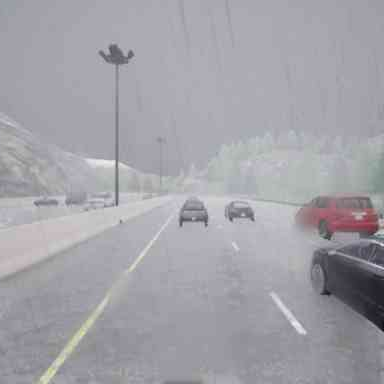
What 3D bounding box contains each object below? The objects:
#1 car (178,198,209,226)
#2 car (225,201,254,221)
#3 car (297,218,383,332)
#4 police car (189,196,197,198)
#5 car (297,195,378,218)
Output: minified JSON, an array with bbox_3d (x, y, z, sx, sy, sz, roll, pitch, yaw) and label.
[{"bbox_3d":[0.105,1.409,22.598,2.128,1.511,4.902,0,0,0],"label":"car"},{"bbox_3d":[3.607,1.432,25.713,1.812,1.442,4.674,0,0,0],"label":"car"},{"bbox_3d":[3.601,1.470,5.651,2.128,1.511,4.902,0,0,0],"label":"car"},{"bbox_3d":[0.110,1.353,41.734,2.038,1.542,4.974,0,0,0],"label":"police car"},{"bbox_3d":[7.115,1.160,16.818,2.150,2.045,5.566,0,0,0],"label":"car"}]
